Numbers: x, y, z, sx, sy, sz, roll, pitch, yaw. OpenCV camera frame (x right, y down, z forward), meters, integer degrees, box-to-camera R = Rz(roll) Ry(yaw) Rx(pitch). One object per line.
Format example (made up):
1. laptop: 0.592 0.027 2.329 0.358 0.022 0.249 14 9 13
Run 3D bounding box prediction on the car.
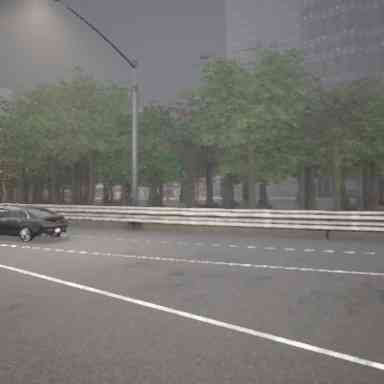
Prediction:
1. car: -8.352 1.519 16.339 4.892 1.490 1.837 0 1 25
